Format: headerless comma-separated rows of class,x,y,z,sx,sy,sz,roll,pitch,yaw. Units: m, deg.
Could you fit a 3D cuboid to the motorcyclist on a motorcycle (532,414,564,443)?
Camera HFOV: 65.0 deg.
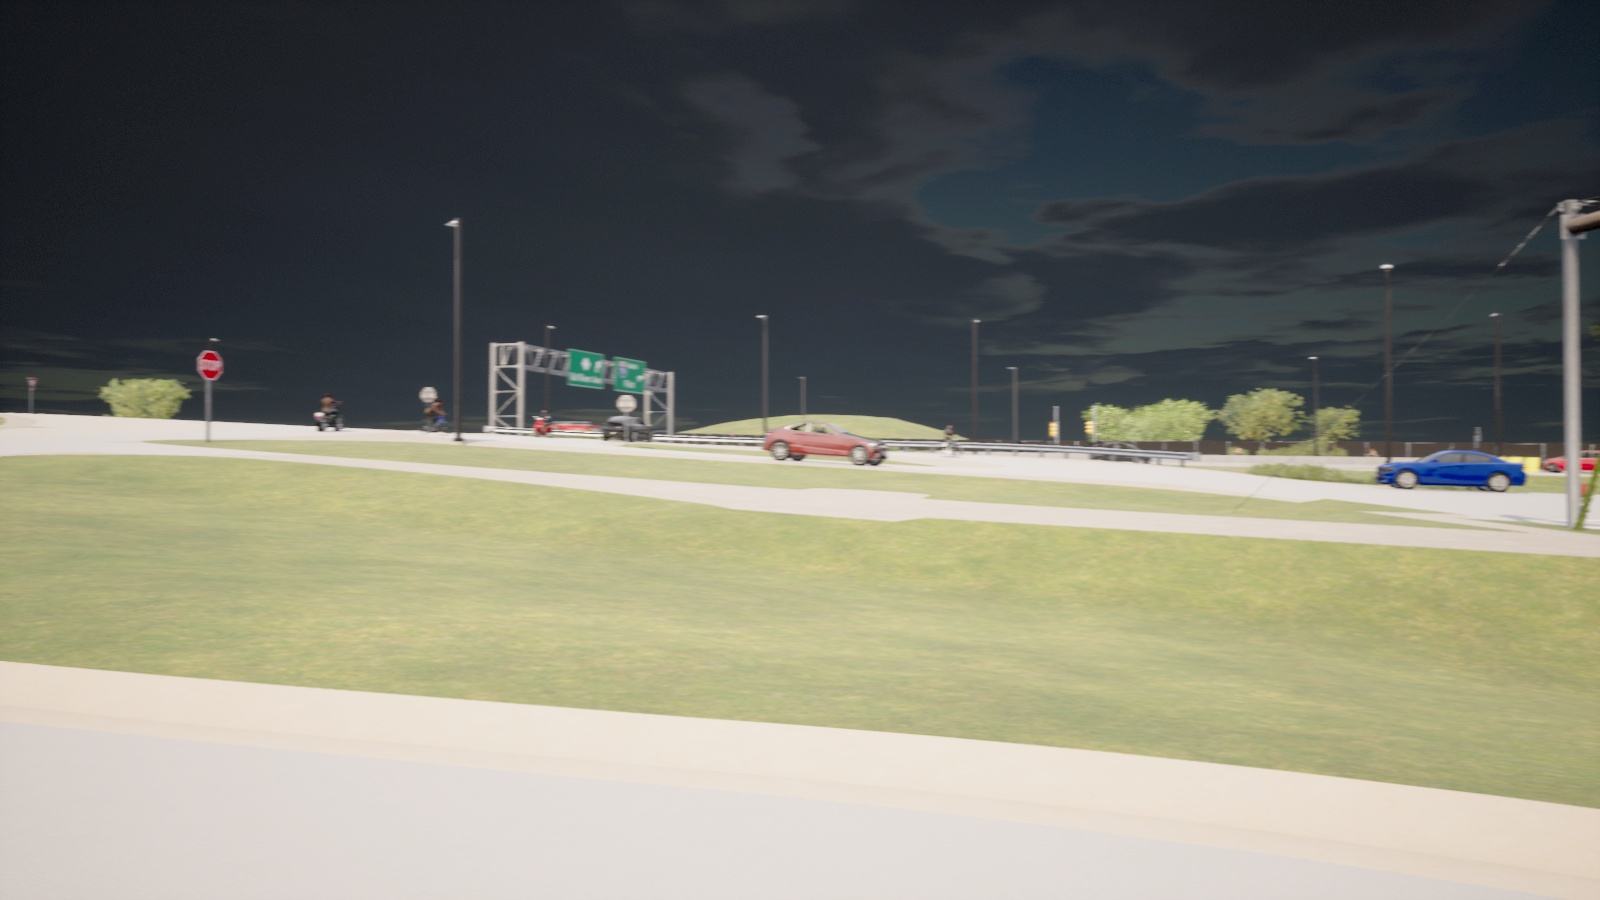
motorcyclist on a motorcycle,-14.125,-1.190,70.462,0.866,1.590,1.817,2,0,22

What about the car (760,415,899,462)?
car,1.185,-0.461,49.787,5.027,1.651,2.152,2,0,21

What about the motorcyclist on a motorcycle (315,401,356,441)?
motorcyclist on a motorcycle,-19.209,-1.205,51.988,0.766,1.649,2.350,0,2,2

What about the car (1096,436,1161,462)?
car,20.454,-0.060,78.168,3.705,1.549,1.789,0,-1,20

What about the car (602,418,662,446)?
car,-9.728,-1.030,73.210,1.837,1.490,4.892,3,1,13

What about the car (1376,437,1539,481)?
car,24.160,0.314,46.316,5.008,1.535,1.882,1,0,15
